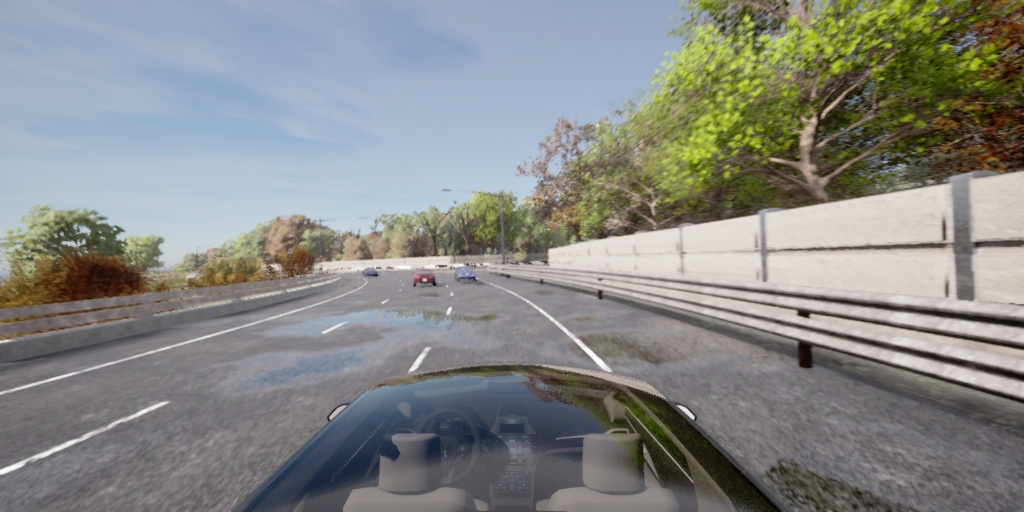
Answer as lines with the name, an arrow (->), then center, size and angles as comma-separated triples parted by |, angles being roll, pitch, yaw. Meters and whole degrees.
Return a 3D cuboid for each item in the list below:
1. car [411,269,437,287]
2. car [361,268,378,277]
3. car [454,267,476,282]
car -> -7.663, 1.821, 31.166 | 1.812, 1.442, 4.674 | -2, -1, -16
car -> -22.404, 2.609, 56.438 | 1.994, 1.385, 4.181 | -2, -1, -31
car -> -4.676, 1.770, 35.503 | 2.033, 1.411, 5.357 | -2, 0, -13
